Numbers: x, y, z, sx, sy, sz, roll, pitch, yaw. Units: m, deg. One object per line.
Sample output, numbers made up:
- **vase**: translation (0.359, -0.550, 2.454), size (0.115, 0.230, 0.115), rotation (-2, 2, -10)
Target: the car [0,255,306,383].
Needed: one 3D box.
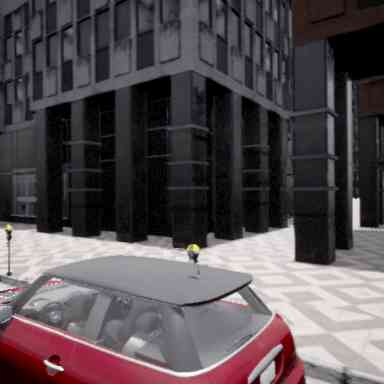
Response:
- **car**: translation (-1.011, 1.442, 3.665), size (4.097, 1.590, 1.967), rotation (0, 0, 35)
